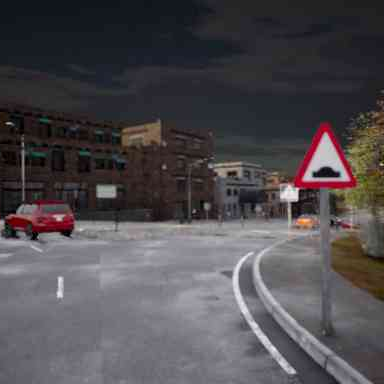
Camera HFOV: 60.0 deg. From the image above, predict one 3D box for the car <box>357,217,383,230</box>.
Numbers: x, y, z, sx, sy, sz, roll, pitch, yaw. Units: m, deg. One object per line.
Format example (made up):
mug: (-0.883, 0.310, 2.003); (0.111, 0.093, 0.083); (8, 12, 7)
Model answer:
car: (18.678, 3.165, 31.319); (4.892, 1.521, 2.231); (-1, -5, 35)

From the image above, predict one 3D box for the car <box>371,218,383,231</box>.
car: (24.911, 3.969, 40.372); (5.366, 1.575, 1.946); (-1, -5, 35)

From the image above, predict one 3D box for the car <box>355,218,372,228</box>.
car: (27.511, 4.915, 53.242); (1.837, 1.490, 4.892); (-1, -5, 35)

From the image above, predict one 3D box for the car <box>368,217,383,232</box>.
car: (21.877, 3.572, 35.785); (4.892, 1.521, 2.231); (-1, -5, 35)

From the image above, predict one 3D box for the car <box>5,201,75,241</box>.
car: (-8.892, 1.573, 19.294); (5.566, 2.045, 2.150); (-2, -1, 44)

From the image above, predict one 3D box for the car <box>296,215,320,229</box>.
car: (14.130, 3.521, 39.870); (2.097, 1.767, 4.553); (-1, -5, 35)

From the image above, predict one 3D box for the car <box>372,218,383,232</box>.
car: (23.488, 3.801, 38.003); (4.792, 1.488, 2.163); (-1, -5, 35)

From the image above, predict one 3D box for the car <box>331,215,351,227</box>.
car: (24.609, 4.796, 54.773); (2.097, 1.767, 4.553); (-1, -5, 35)

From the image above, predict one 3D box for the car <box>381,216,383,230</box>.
car: (28.226, 4.229, 44.762); (4.553, 1.767, 2.185); (-1, -5, 35)

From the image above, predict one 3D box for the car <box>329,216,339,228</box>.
car: (19.388, 4.323, 47.422); (2.128, 1.511, 4.902); (-1, -5, 36)

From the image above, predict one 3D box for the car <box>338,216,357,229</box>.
car: (21.696, 4.295, 45.080); (1.994, 1.385, 4.181); (-1, -5, 35)
